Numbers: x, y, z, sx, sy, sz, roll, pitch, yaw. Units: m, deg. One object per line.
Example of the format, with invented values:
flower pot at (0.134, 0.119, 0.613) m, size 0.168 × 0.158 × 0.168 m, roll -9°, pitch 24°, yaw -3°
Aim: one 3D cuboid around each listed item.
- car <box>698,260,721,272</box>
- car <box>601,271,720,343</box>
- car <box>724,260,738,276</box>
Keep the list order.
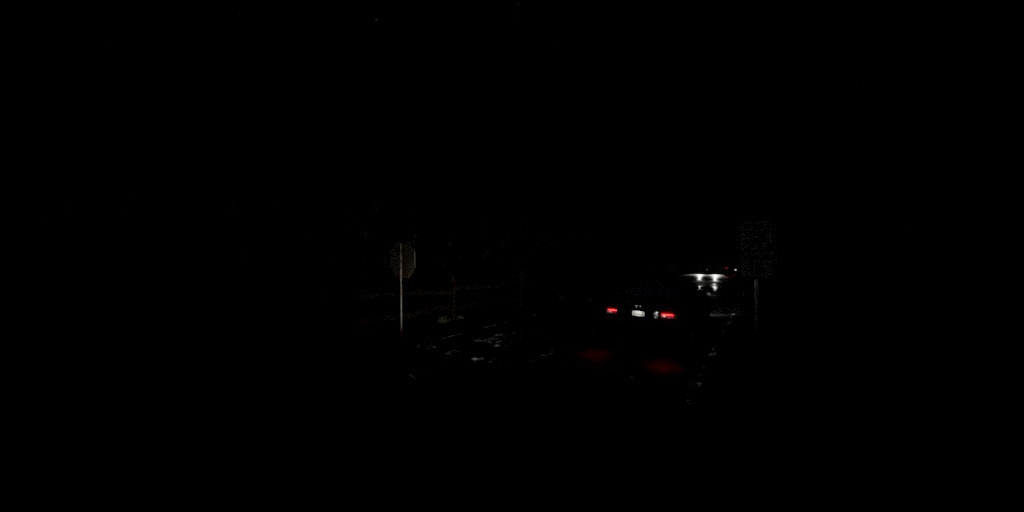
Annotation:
car at (22.178, 1.197, 40.195) m, size 1.837 × 1.490 × 4.892 m, roll 0°, pitch 0°, yaw 35°
car at (4.178, 1.291, 9.820) m, size 2.033 × 1.411 × 5.357 m, roll 0°, pitch 0°, yaw 35°
car at (22.188, 1.265, 35.343) m, size 1.994 × 1.385 × 4.181 m, roll 0°, pitch 0°, yaw 36°
